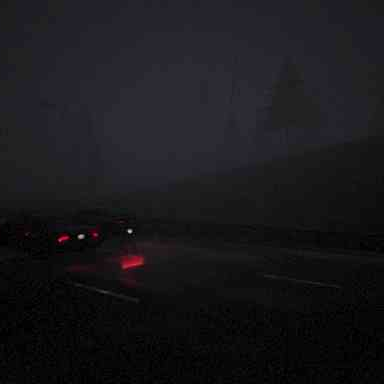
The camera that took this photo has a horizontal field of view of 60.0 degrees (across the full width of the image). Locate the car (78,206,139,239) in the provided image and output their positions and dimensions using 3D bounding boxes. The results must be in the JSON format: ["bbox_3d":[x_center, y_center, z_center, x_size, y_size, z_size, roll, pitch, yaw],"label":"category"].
[{"bbox_3d":[-4.687,1.458,15.934,4.892,1.490,1.837,0,0,35],"label":"car"}]

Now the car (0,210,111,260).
[{"bbox_3d":[-5.675,1.506,12.344,5.357,1.411,2.033,0,0,35],"label":"car"}]
